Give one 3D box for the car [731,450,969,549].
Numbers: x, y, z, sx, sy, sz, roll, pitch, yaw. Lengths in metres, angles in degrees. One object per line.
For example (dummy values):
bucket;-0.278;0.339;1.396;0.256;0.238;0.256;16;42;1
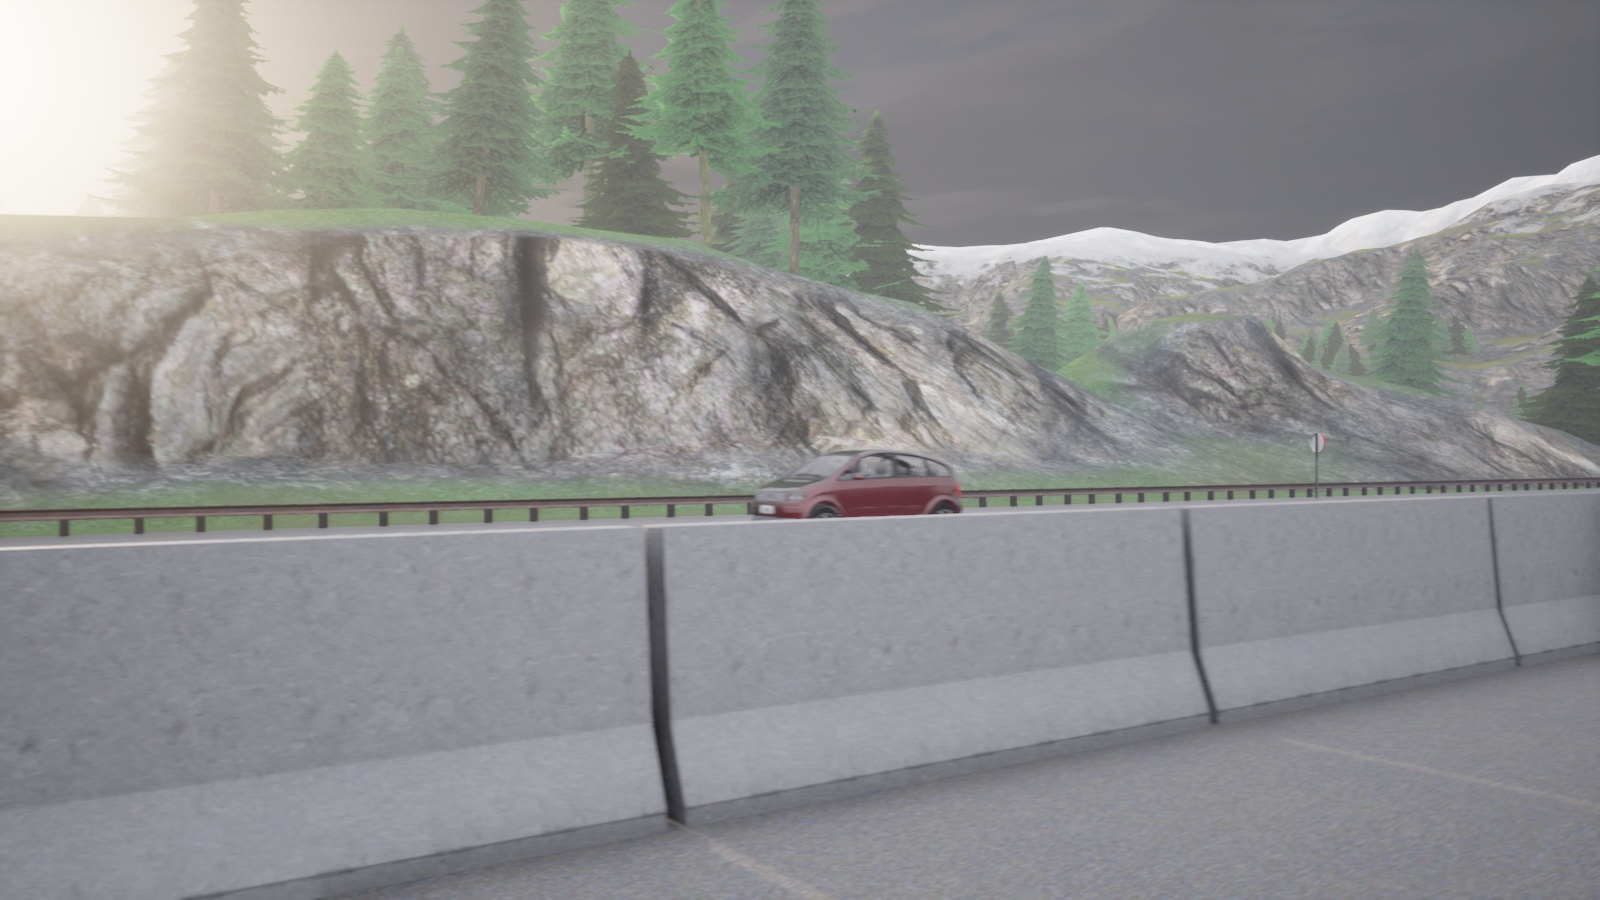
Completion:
car;0.882;0.772;21.330;3.705;1.549;1.789;0;0;-35
